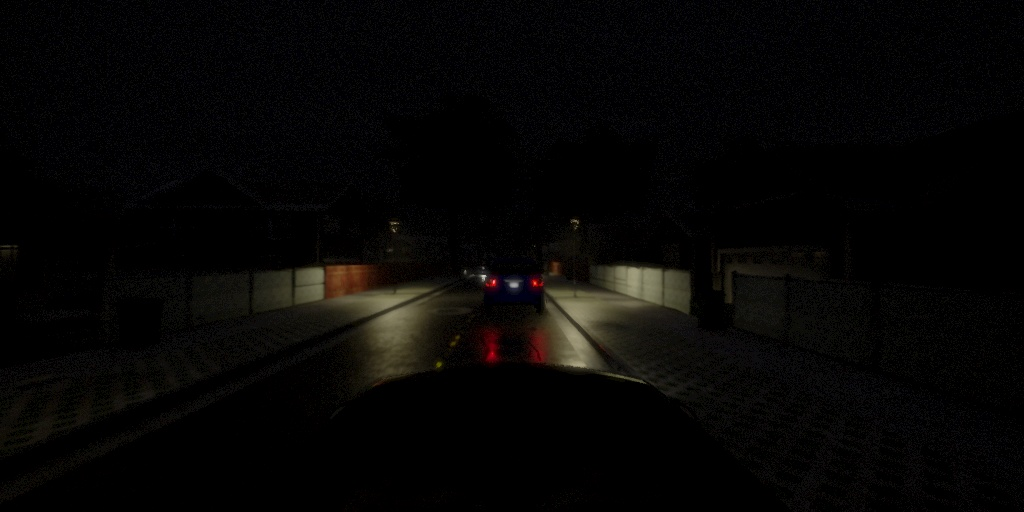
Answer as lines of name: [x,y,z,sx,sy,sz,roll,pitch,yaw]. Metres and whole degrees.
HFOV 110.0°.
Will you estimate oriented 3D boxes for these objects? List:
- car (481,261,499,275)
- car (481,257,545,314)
car: [-2.825,1.515,46.533,2.097,1.767,4.553,0,-1,0]
car: [0.086,1.085,14.492,2.150,2.045,5.566,0,-1,0]
